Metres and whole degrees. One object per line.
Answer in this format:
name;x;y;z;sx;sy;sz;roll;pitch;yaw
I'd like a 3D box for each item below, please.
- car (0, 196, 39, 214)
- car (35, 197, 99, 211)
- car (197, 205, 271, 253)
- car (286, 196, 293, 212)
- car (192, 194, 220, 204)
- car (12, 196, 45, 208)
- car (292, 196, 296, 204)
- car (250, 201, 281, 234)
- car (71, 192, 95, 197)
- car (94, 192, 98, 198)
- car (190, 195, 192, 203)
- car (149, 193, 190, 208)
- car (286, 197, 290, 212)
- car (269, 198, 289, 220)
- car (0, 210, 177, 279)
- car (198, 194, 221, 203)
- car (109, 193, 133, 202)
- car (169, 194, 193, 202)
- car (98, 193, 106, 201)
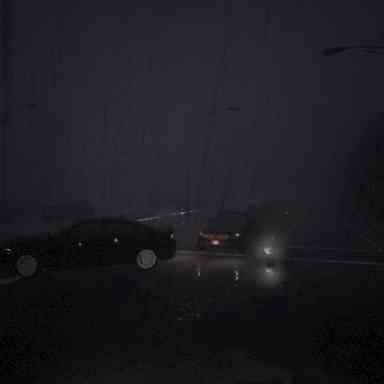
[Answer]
car;-15.152;1.355;29.404;3.806;1.475;1.970;0;0;18
car;-9.067;1.355;24.216;3.633;1.501;1.845;0;0;18
car;1.794;1.514;13.916;1.812;1.442;4.674;0;0;24
car;10.276;1.542;38.209;1.994;1.385;4.181;0;0;18
car;1.591;1.124;56.802;5.027;1.636;2.152;0;0;18
car;-21.752;1.273;44.273;3.633;1.501;1.845;0;0;18
car;18.433;1.476;62.453;1.837;1.490;4.892;0;0;19
car;3.934;1.489;19.327;1.837;1.490;4.892;0;0;19
car;-18.529;1.248;53.732;4.514;1.523;2.007;0;0;18
car;-21.937;1.297;67.978;3.806;1.475;1.970;0;0;18
car;-2.484;1.052;44.674;3.866;1.878;1.905;0;0;18
car;-3.018;1.073;41.788;4.605;1.855;1.932;0;0;18
car;7.709;1.486;30.541;1.837;1.490;4.892;0;0;19
car;5.838;1.474;24.975;2.128;1.511;4.902;0;0;19
car;-2.951;1.475;9.914;5.008;1.535;1.882;0;0;-18
car;3.328;1.201;62.988;3.806;1.475;1.970;0;0;18
car;-13.887;1.045;65.314;4.605;1.855;1.932;0;0;18
car;-2.187;1.256;68.705;4.514;1.523;2.007;0;0;18
car;-20.299;1.013;70.935;3.866;1.878;1.905;0;0;18
